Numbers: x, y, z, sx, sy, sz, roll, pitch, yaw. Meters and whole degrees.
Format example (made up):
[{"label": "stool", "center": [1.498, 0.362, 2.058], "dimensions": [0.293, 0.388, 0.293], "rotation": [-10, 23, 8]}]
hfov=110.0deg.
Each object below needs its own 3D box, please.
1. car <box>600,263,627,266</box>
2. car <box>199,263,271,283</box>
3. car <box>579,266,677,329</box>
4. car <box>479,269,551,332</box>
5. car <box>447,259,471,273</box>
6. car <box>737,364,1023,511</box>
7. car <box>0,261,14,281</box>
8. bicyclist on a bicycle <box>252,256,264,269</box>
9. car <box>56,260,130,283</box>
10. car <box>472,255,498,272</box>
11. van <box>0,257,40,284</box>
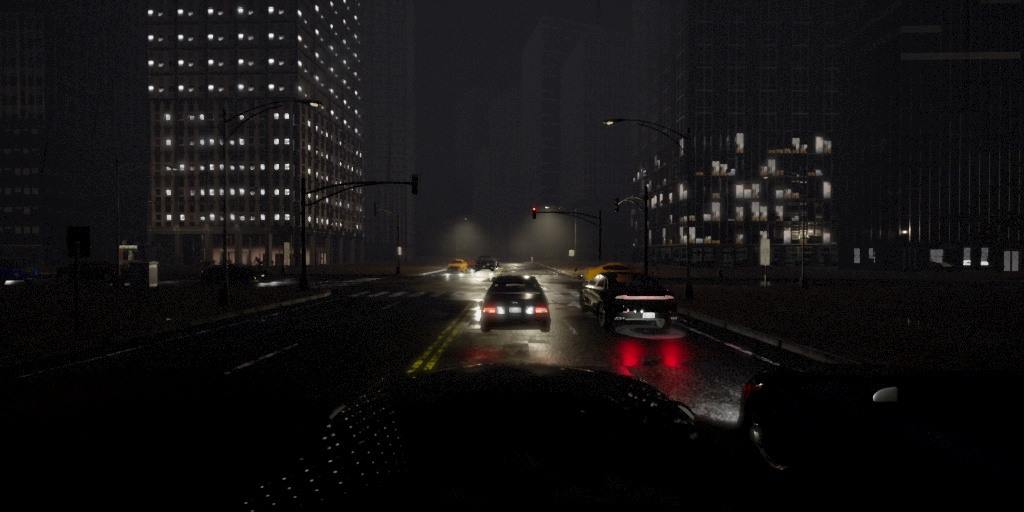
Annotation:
[{"label": "car", "center": [7.706, 1.265, 25.791], "dimensions": [5.008, 1.535, 1.882], "rotation": [0, 1, 11]}, {"label": "car", "center": [-19.967, 1.227, 25.940], "dimensions": [4.181, 1.385, 1.994], "rotation": [0, 0, 1]}, {"label": "car", "center": [3.354, 1.238, 11.188], "dimensions": [2.128, 1.511, 4.902], "rotation": [0, 0, 0]}, {"label": "car", "center": [0.107, 1.294, 10.774], "dimensions": [2.033, 1.411, 5.357], "rotation": [0, 0, 1]}, {"label": "car", "center": [-6.561, 1.193, 43.306], "dimensions": [1.882, 1.535, 5.008], "rotation": [0, 0, 0]}, {"label": "car", "center": [3.354, 1.314, 2.032], "dimensions": [1.994, 1.385, 4.181], "rotation": [0, 0, 0]}, {"label": "car", "center": [-40.301, 1.092, 26.484], "dimensions": [4.674, 1.442, 1.812], "rotation": [0, 0, 2]}, {"label": "bicyclist on a bicycle", "center": [-24.675, 0.867, 34.798], "dimensions": [0.582, 1.620, 1.656], "rotation": [0, 1, 1]}, {"label": "car", "center": [-30.059, 1.093, 26.201], "dimensions": [5.008, 1.535, 1.882], "rotation": [0, 0, 2]}, {"label": "car", "center": [-3.310, 0.935, 44.685], "dimensions": [2.150, 2.045, 5.566], "rotation": [0, 0, 0]}, {"label": "van", "center": [-33.915, 0.959, 23.716], "dimensions": [3.998, 1.789, 1.690], "rotation": [0, 0, 1]}]
